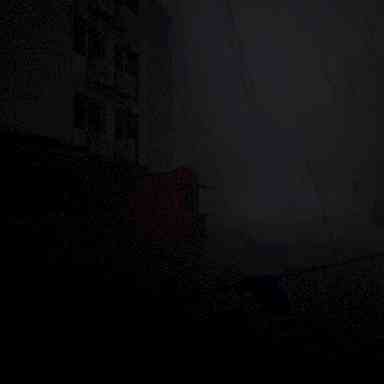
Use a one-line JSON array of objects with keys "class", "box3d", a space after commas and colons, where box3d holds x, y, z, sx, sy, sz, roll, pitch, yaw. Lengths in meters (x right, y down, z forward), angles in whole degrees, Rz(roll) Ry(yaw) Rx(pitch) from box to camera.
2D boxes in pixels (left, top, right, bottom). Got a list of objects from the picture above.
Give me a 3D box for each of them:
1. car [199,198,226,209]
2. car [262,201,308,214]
[{"class": "car", "box3d": [2.673, 1.526, 45.435, 1.812, 1.442, 4.674, 0, 0, -35]}, {"class": "car", "box3d": [9.860, 1.601, 35.363, 1.895, 1.301, 4.718, 0, 0, -36]}]
